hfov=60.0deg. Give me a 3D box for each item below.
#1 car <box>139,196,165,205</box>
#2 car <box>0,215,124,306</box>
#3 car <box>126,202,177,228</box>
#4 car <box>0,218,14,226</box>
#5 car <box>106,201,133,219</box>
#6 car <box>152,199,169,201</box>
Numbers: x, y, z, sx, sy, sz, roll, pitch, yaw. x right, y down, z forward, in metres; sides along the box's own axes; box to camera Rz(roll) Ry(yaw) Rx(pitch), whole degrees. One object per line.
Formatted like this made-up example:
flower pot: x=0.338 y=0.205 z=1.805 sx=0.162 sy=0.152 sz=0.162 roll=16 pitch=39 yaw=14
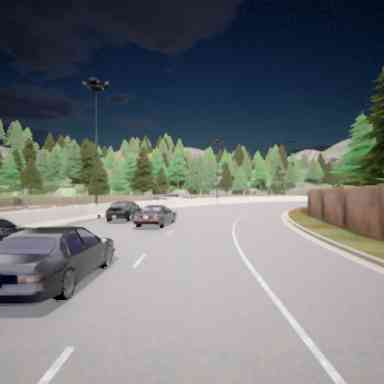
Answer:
car: x=-7.365 y=1.570 z=61.697 sx=2.033 sy=1.411 sz=5.357 roll=0 pitch=0 yaw=29
car: x=-3.407 y=1.551 z=8.261 sx=2.033 sy=1.411 sz=5.357 roll=0 pitch=0 yaw=1
car: x=-2.365 y=1.556 z=22.341 sx=2.033 sy=1.411 sz=5.357 roll=0 pitch=0 yaw=9
car: x=-6.823 y=1.531 z=10.904 sx=1.812 sy=1.442 sz=4.674 roll=0 pitch=-1 yaw=2
car: x=-5.159 y=1.516 z=26.418 sx=1.837 sy=1.490 sz=4.892 roll=0 pitch=0 yaw=11
car: x=-4.209 y=1.243 z=60.190 sx=2.150 sy=2.045 sz=5.566 roll=0 pitch=0 yaw=29
